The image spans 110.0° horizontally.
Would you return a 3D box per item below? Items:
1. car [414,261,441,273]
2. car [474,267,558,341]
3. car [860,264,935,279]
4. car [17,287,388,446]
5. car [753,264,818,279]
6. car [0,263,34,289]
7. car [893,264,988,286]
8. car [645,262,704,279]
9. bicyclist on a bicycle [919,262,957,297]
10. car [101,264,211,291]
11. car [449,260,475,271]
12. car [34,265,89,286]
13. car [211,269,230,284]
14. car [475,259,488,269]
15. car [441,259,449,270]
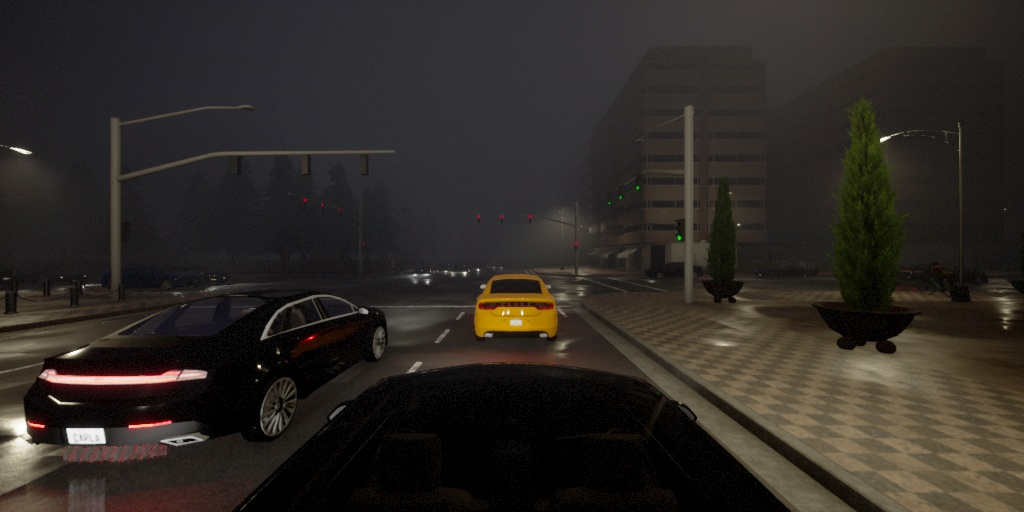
[{"bbox_3d":[-10.387,1.360,43.613,1.895,1.301,4.718,0,0,1],"label":"car"},{"bbox_3d":[0.103,1.230,9.909,1.882,1.535,5.008,0,0,0],"label":"car"},{"bbox_3d":[34.909,1.413,32.554,4.718,1.301,1.895,0,0,0],"label":"car"},{"bbox_3d":[-3.425,1.242,5.326,2.128,1.511,4.902,0,0,0],"label":"car"},{"bbox_3d":[24.709,1.413,32.531,4.718,1.301,1.895,0,0,0],"label":"car"},{"bbox_3d":[-33.252,1.033,21.652,5.566,2.045,2.150,0,0,0],"label":"car"},{"bbox_3d":[30.453,1.302,25.350,4.902,1.511,2.128,0,0,0],"label":"car"},{"bbox_3d":[14.633,1.290,32.501,5.008,1.535,1.882,0,0,0],"label":"car"},{"bbox_3d":[20.280,1.110,17.035,0.582,1.620,1.656,0,0,0],"label":"bicyclist on a bicycle"},{"bbox_3d":[-21.647,1.288,21.688,5.008,1.535,1.882,0,0,0],"label":"car"},{"bbox_3d":[-6.678,1.238,48.397,1.882,1.535,5.008,0,0,3],"label":"car"},{"bbox_3d":[-33.301,1.358,25.150,5.357,1.411,2.033,0,0,0],"label":"car"},{"bbox_3d":[-22.625,1.317,25.187,4.892,1.490,1.837,0,0,0],"label":"car"},{"bbox_3d":[-5.401,1.269,58.222,1.837,1.490,4.892,0,0,15],"label":"car"},{"bbox_3d":[-9.795,1.239,52.999,1.882,1.535,5.008,0,0,7],"label":"car"}]
